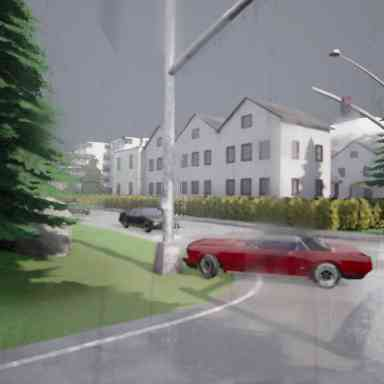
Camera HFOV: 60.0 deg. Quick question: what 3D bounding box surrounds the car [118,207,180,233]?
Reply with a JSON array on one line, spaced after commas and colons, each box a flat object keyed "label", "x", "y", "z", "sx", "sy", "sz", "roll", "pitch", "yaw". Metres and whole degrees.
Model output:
[{"label": "car", "x": -2.822, "y": 1.650, "z": 20.785, "sx": 2.033, "sy": 1.411, "sz": 5.357, "roll": 1, "pitch": 0, "yaw": -35}]

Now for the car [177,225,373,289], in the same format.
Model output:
[{"label": "car", "x": 2.158, "y": 1.677, "z": 9.185, "sx": 4.718, "sy": 1.301, "sz": 1.895, "roll": 1, "pitch": 0, "yaw": 15}]
